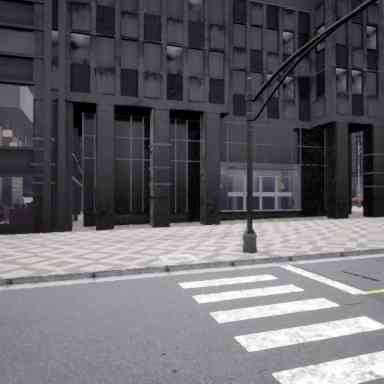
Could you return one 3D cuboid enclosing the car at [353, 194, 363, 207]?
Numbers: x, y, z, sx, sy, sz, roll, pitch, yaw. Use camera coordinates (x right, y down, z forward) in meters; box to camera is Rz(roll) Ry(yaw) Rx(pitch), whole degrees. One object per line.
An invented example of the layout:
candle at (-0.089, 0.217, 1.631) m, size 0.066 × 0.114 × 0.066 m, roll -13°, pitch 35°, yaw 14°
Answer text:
car at (21.836, 1.047, 40.340) m, size 2.097 × 1.767 × 4.553 m, roll 0°, pitch -1°, yaw -17°
